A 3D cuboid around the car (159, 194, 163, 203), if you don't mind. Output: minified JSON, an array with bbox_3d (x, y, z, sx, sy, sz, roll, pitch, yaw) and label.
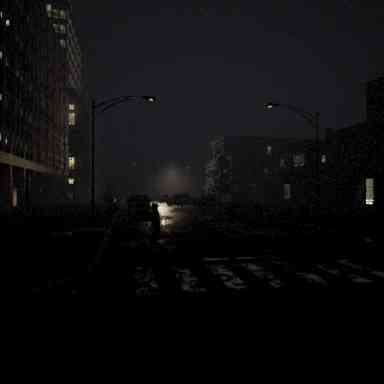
[{"bbox_3d":[-4.963,1.257,61.179,1.837,1.490,4.892,0,0,-11],"label":"car"}]

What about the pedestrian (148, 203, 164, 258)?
[{"bbox_3d":[-1.210,1.220,10.911,0.375,1.860,0.375,1,0,-11],"label":"pedestrian"}]

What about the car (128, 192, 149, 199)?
[{"bbox_3d":[-4.592,1.162,28.819,2.192,1.841,5.009,1,0,-11],"label":"car"}]

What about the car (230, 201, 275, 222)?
[{"bbox_3d":[4.654,1.442,25.141,1.752,1.417,4.829,1,0,-11],"label":"car"}]

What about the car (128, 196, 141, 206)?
[{"bbox_3d":[-8.772,1.283,50.397,1.752,1.417,4.829,1,0,-11],"label":"car"}]

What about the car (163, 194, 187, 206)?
[{"bbox_3d":[-2.584,1.347,48.916,2.033,1.411,5.357,0,0,-11],"label":"car"}]

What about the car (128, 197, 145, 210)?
[{"bbox_3d":[-6.699,1.345,39.692,1.887,1.381,4.507,1,0,-11],"label":"car"}]

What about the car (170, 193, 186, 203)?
[{"bbox_3d":[-2.679,1.076,63.026,2.192,1.841,5.009,1,0,-11],"label":"car"}]

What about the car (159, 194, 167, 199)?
[{"bbox_3d":[-7.945,1.244,90.207,1.802,1.307,4.206,1,0,-11],"label":"car"}]

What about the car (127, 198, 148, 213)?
[{"bbox_3d":[-5.647,1.374,34.256,2.008,1.369,4.403,1,0,-11],"label":"car"}]

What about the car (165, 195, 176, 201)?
[{"bbox_3d":[-4.787,1.286,73.899,1.947,1.339,4.313,1,0,-11],"label":"car"}]

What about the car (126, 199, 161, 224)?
[{"bbox_3d":[-3.542,1.422,23.384,2.008,1.369,4.403,1,0,-11],"label":"car"}]

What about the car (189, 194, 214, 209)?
[{"bbox_3d":[1.531,1.162,41.282,2.192,1.841,5.009,1,0,-11],"label":"car"}]

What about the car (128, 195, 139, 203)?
[{"bbox_3d":[-10.910,1.281,61.436,1.947,1.339,4.313,1,0,-11],"label":"car"}]

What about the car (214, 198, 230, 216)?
[{"bbox_3d":[3.634,1.475,30.411,1.802,1.307,4.206,1,0,-11],"label":"car"}]

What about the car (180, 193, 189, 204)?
[{"bbox_3d":[-0.609,1.328,52.322,1.752,1.417,4.829,1,0,-11],"label":"car"}]

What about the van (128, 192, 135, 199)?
[{"bbox_3d":[-16.171,0.958,88.615,1.690,1.788,3.998,1,0,-11],"label":"van"}]
